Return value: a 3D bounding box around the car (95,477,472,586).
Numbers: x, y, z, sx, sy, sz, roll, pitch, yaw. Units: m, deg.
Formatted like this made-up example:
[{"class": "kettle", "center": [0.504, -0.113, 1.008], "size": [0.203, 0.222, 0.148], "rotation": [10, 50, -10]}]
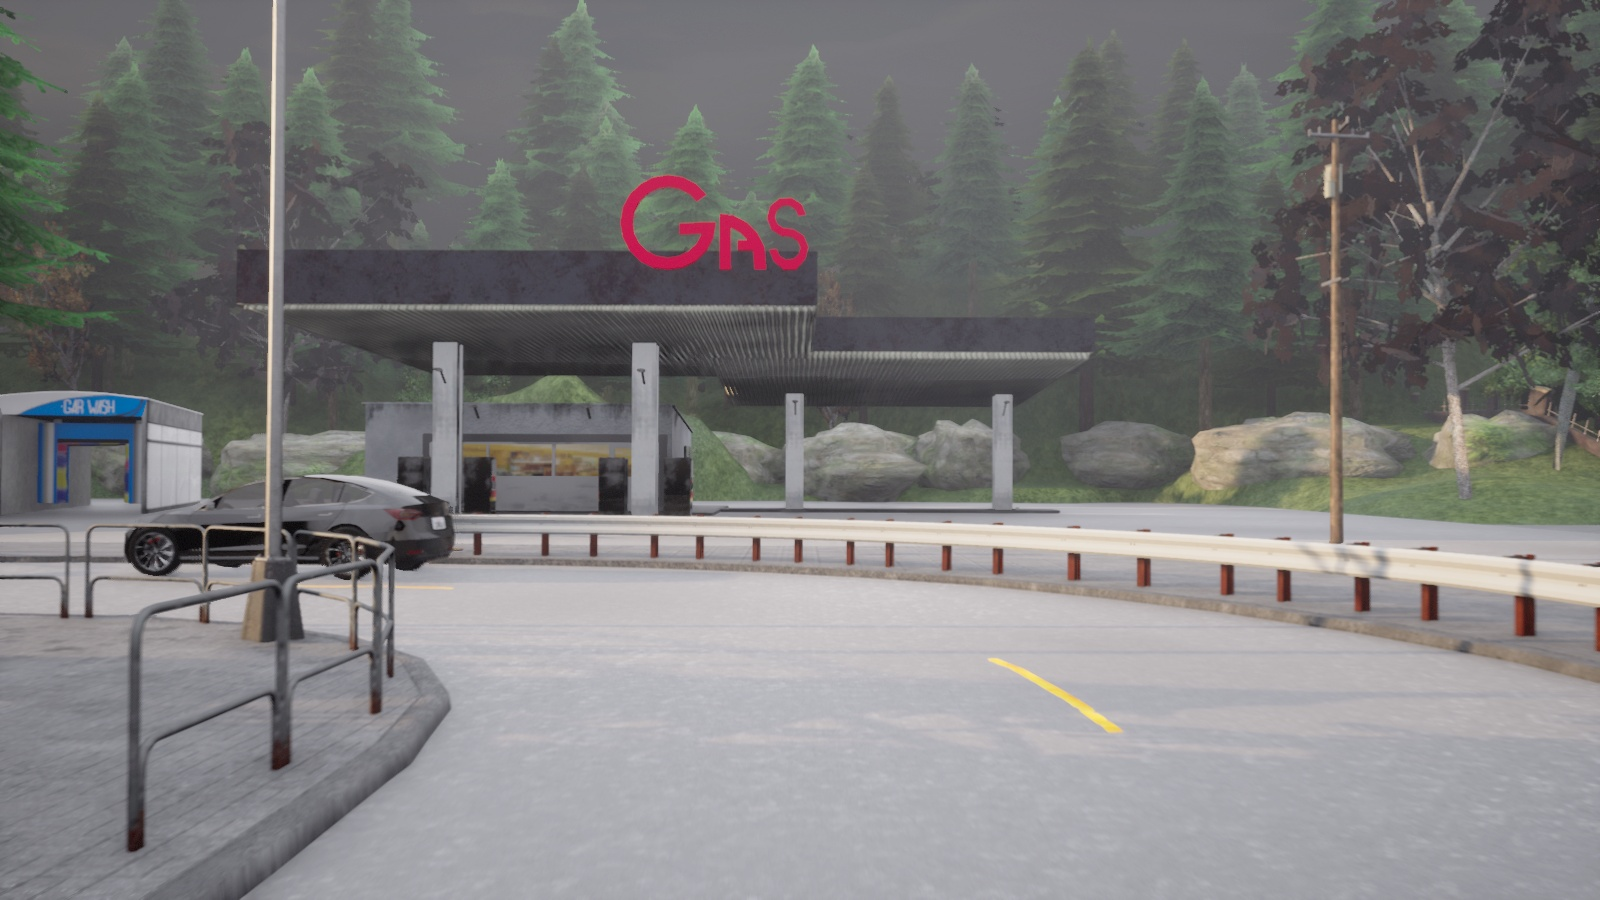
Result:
[{"class": "car", "center": [-7.614, 1.162, 18.775], "size": [4.792, 1.488, 2.163], "rotation": [0, -1, 10]}]
